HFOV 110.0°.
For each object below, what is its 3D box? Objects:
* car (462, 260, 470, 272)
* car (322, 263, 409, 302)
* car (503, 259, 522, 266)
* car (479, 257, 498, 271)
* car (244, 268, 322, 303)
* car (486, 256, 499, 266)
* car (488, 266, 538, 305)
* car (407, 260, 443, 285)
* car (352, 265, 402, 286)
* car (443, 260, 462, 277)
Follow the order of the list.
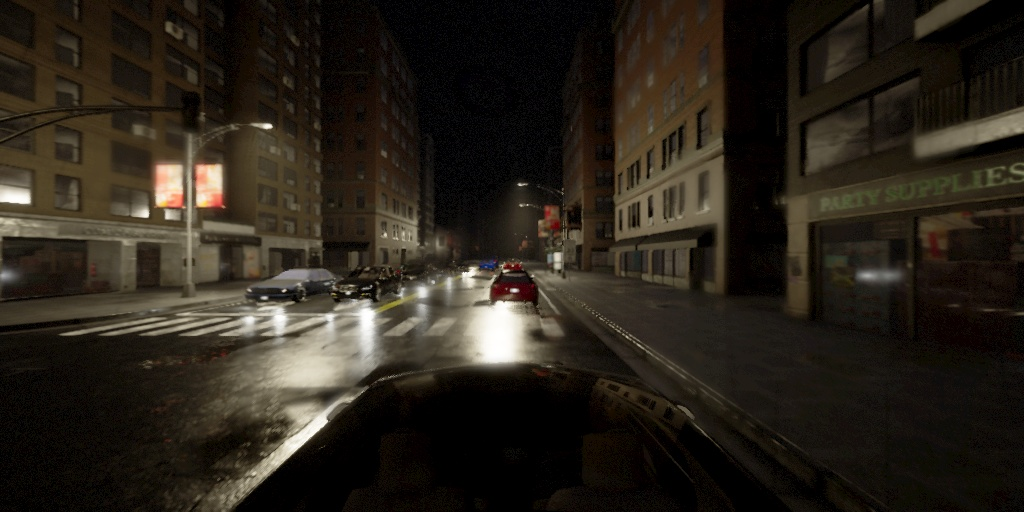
[{"bbox_3d":[-6.511,1.237,45.983,1.837,1.490,4.892,0,0,0],"label":"car"},{"bbox_3d":[-6.601,1.246,16.856,1.837,1.490,4.892,0,0,0],"label":"car"},{"bbox_3d":[0.090,1.085,40.920,2.097,1.767,4.553,0,0,0],"label":"car"},{"bbox_3d":[-3.261,1.210,47.445,1.882,1.535,5.008,0,0,0],"label":"car"},{"bbox_3d":[-9.854,1.288,16.942,2.033,1.411,5.357,0,0,0],"label":"car"},{"bbox_3d":[-3.265,0.953,57.897,2.150,2.045,5.566,0,0,0],"label":"car"},{"bbox_3d":[0.096,1.306,15.933,1.994,1.385,4.181,0,0,0],"label":"car"},{"bbox_3d":[-6.592,1.242,25.968,1.837,1.490,4.892,0,0,0],"label":"car"},{"bbox_3d":[-9.838,1.337,26.533,1.895,1.301,4.718,0,0,0],"label":"car"},{"bbox_3d":[-6.526,1.239,35.951,1.837,1.490,4.892,0,0,1],"label":"car"}]
